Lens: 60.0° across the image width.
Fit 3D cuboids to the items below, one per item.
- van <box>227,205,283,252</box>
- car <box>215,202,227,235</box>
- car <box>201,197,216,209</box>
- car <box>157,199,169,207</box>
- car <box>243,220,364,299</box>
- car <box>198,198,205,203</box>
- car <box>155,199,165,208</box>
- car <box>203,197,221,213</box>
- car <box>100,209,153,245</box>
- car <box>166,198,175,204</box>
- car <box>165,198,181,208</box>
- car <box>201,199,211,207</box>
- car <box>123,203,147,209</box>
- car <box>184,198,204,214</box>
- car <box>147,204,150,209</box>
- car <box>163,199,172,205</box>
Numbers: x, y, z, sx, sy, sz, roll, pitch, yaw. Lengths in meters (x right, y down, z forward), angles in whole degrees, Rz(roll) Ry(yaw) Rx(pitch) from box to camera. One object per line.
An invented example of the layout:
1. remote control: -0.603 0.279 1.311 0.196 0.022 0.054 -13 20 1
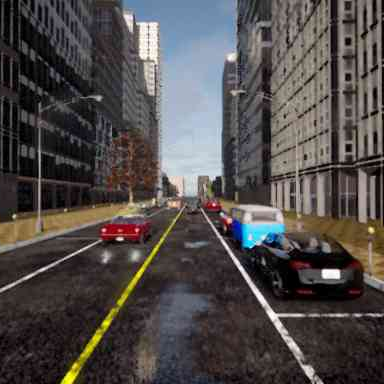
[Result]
1. van: 2.692 1.474 14.217 1.690 1.788 3.998 0 -1 0
2. car: 2.692 1.625 19.907 1.967 1.590 4.097 0 -1 0
3. car: 2.691 1.794 54.061 2.192 1.841 5.009 0 0 0
4. car: -5.692 2.138 65.454 1.947 1.339 4.313 0 0 0
5. car: 2.692 1.647 8.522 1.947 1.339 4.313 0 -1 0
6. car: 2.687 2.362 93.902 1.947 1.339 4.313 0 0 0
7. car: -5.691 2.077 59.762 2.008 1.369 4.403 0 0 0
8. car: 2.691 1.698 42.676 2.192 1.841 5.009 0 0 0
9. car: -3.103 1.755 16.566 1.895 1.301 4.718 0 -1 0
10. car: -5.693 2.303 88.222 2.008 1.369 4.403 0 0 0
11. car: -3.061 1.864 58.107 2.097 1.767 4.553 0 0 0
12. car: 2.689 2.099 65.612 1.752 1.417 4.829 0 0 0
13. car: -5.690 1.809 31.130 1.752 1.417 4.829 0 -1 0
14. car: 0.097 1.864 41.515 2.128 1.511 4.902 0 -1 0
15. car: -5.690 1.885 36.993 2.008 1.369 4.403 0 0 0
16. car: -5.692 2.245 76.836 1.802 1.307 4.206 0 0 0
